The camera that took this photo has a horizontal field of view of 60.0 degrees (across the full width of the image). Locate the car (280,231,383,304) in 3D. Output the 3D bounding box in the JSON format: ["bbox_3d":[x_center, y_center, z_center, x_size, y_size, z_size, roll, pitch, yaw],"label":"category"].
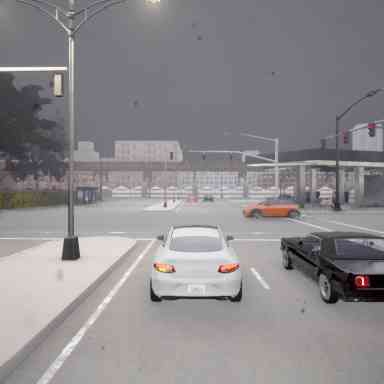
[{"bbox_3d":[3.589,1.599,8.095,1.895,1.301,4.718,0,0,0],"label":"car"}]

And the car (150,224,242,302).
[{"bbox_3d":[0.084,1.517,8.112,1.812,1.442,4.674,0,0,0],"label":"car"}]

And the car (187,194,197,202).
[{"bbox_3d":[0.016,1.250,72.299,2.097,1.767,4.553,0,0,0],"label":"car"}]

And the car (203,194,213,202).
[{"bbox_3d":[3.516,1.257,72.298,2.097,1.767,4.553,0,0,0],"label":"car"}]

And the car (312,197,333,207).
[{"bbox_3d":[18.967,1.435,48.413,1.970,1.475,3.806,0,0,0],"label":"car"}]

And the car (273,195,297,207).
[{"bbox_3d":[13.222,1.262,47.651,2.242,1.667,4.611,0,0,0],"label":"car"}]

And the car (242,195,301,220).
[{"bbox_3d":[6.480,1.330,27.406,4.553,1.767,2.097,0,0,0],"label":"car"}]
